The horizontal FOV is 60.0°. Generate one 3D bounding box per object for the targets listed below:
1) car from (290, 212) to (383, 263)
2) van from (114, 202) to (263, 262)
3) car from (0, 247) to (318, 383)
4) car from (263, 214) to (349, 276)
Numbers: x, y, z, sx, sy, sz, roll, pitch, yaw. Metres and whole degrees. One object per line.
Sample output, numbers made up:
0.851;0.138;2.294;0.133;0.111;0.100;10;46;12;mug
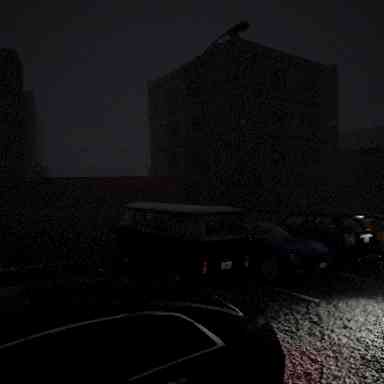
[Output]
6.338;1.673;13.750;1.946;1.575;5.366;2;-1;-35;car
-0.525;1.279;8.772;1.878;1.987;4.442;1;0;-35;van
-1.386;1.509;2.386;4.892;1.490;1.837;1;0;-36;car
1.796;1.546;10.291;2.097;1.535;5.008;1;-1;-35;car
